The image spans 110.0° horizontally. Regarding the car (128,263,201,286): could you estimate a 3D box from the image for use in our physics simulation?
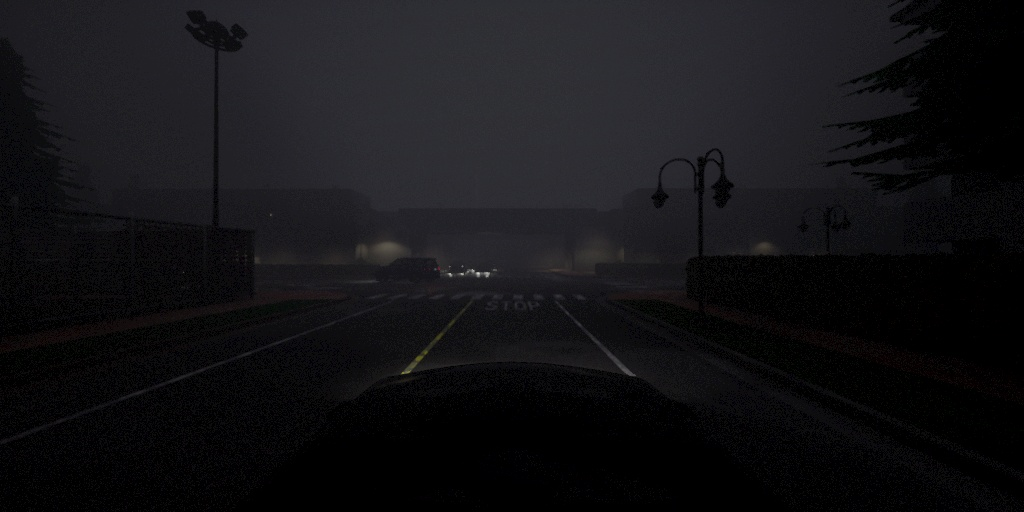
[{"bbox_3d":[-25.756,1.279,26.892,4.553,1.767,2.097,0,0,1],"label":"car"}]

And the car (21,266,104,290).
[{"bbox_3d":[-29.815,1.382,23.440,5.008,1.535,1.882,0,0,1],"label":"car"}]

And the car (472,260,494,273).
[{"bbox_3d":[-4.071,1.652,51.040,1.994,1.385,4.181,0,0,0],"label":"car"}]

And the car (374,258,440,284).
[{"bbox_3d":[-8.644,1.169,29.567,5.566,2.045,2.150,0,-1,21],"label":"car"}]

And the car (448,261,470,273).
[{"bbox_3d":[-7.573,1.436,50.418,2.097,1.767,4.553,0,0,0],"label":"car"}]
